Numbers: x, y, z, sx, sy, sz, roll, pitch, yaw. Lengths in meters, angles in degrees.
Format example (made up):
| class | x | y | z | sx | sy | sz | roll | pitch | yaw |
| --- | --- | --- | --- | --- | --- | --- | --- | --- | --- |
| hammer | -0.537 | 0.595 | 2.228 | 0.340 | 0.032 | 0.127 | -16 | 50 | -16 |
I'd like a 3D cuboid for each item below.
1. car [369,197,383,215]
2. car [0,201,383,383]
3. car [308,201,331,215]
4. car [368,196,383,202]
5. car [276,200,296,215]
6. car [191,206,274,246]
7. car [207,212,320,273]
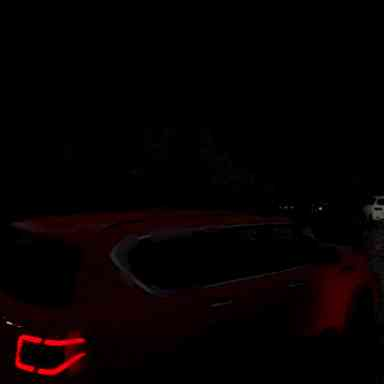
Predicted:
| class | x | y | z | sx | sy | sz | roll | pitch | yaw |
| --- | --- | --- | --- | --- | --- | --- | --- | --- | --- |
| car | 21.096 | 1.457 | 36.391 | 2.097 | 1.767 | 4.553 | 0 | 0 | 15 |
| car | 0.400 | 1.243 | 4.416 | 5.566 | 2.045 | 2.150 | 0 | 0 | -40 |
| car | 13.775 | 1.691 | 36.193 | 1.994 | 1.385 | 4.181 | 0 | 0 | 15 |
| car | 13.872 | 1.292 | 24.088 | 2.150 | 2.045 | 5.566 | 0 | 0 | 19 |
| car | 10.381 | 1.688 | 36.852 | 2.033 | 1.411 | 5.357 | 0 | 0 | 15 |
| car | 2.233 | 1.550 | 16.693 | 1.882 | 1.535 | 5.008 | 0 | 0 | 37 |
| car | 2.705 | 1.574 | 11.709 | 1.812 | 1.442 | 4.674 | 0 | 0 | 41 |
